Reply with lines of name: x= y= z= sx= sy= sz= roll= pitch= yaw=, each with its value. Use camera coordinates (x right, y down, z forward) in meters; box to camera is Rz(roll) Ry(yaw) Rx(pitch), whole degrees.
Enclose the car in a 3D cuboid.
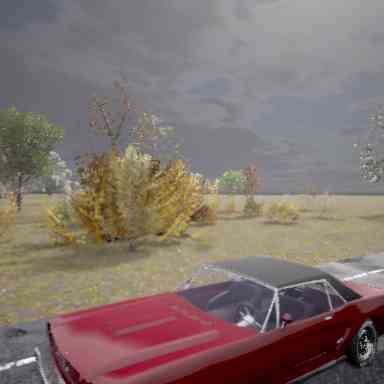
car: x=0.642 y=1.626 z=4.269 sx=4.718 sy=1.301 sz=1.895 roll=1 pitch=0 yaw=-35
